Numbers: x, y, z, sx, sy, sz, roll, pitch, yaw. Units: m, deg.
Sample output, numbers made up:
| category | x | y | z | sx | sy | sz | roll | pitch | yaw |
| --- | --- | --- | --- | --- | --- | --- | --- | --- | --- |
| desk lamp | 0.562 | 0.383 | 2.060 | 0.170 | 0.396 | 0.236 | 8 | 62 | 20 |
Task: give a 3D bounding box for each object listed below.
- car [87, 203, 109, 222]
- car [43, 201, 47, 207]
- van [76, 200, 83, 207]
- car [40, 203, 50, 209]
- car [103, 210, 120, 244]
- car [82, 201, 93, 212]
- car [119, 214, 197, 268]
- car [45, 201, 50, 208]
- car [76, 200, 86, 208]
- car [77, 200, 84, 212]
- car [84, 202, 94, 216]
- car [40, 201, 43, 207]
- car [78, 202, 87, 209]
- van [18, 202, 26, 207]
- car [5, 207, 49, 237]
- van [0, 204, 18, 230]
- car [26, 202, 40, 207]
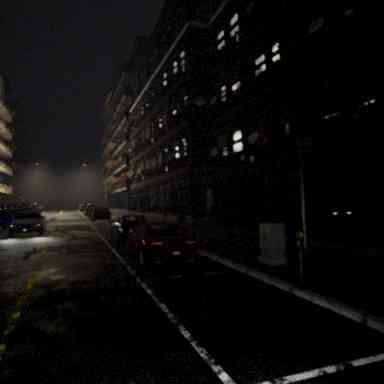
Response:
| category | x | y | z | sx | sy | sz | roll | pitch | yaw |
| --- | --- | --- | --- | --- | --- | --- | --- | --- | --- |
| car | -8.976 | 2.110 | 32.702 | 1.887 | 1.381 | 4.507 | 1 | -1 | -20 |
| car | -26.046 | 2.720 | 55.907 | 1.947 | 1.339 | 4.313 | 1 | -1 | -20 |
| van | -30.274 | 3.120 | 89.688 | 1.690 | 1.788 | 3.998 | 1 | -2 | -20 |
| car | -33.778 | 3.150 | 76.628 | 1.887 | 1.381 | 4.507 | 1 | -2 | -20 |
| car | -3.177 | 1.821 | 17.159 | 2.008 | 1.369 | 4.403 | 1 | -1 | -20 |
| car | -12.835 | 2.211 | 43.069 | 1.967 | 1.590 | 4.097 | 1 | -1 | -20 |
| car | -1.243 | 1.720 | 11.978 | 1.887 | 1.381 | 4.507 | 1 | -1 | -20 |
| car | -31.843 | 2.805 | 71.453 | 2.192 | 1.841 | 5.009 | 1 | -1 | -20 |
| car | -28.340 | 2.974 | 84.508 | 2.192 | 1.841 | 5.009 | 1 | -1 | -20 |
| car | -16.739 | 2.297 | 53.419 | 2.192 | 1.841 | 5.009 | 1 | -1 | -20 |
| car | -10.909 | 2.212 | 37.882 | 1.887 | 1.381 | 4.507 | 1 | -1 | -20 |
| car | -22.177 | 2.256 | 45.550 | 2.192 | 1.841 | 5.009 | 1 | -1 | -20 |
| car | -24.475 | 3.007 | 74.139 | 1.802 | 1.307 | 4.206 | 1 | -1 | -20 |
| van | -16.378 | 1.971 | 30.009 | 1.690 | 1.788 | 3.998 | 1 | -1 | -20 |
| car | -10.432 | 1.952 | 21.348 | 1.812 | 1.442 | 4.674 | 0 | -1 | -20 |
| van | -14.444 | 1.870 | 24.827 | 1.690 | 1.788 | 3.998 | 1 | -1 | -20 |
| car | -20.244 | 2.151 | 40.370 | 2.192 | 1.841 | 5.009 | 1 | -1 | -20 |
